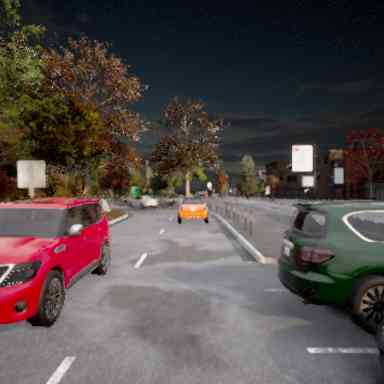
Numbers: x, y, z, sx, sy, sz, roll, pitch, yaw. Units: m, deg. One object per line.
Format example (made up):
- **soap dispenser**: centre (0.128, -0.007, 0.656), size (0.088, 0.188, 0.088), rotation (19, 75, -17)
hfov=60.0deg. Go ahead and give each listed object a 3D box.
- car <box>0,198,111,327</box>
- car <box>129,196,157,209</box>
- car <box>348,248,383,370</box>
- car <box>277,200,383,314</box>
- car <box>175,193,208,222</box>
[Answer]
- **car**: centre (-3.348, 1.179, 7.290), size (2.150, 2.045, 5.566), rotation (0, 0, 0)
- **car**: centre (-5.877, 1.201, 39.879), size (1.812, 1.442, 4.674), rotation (0, 1, -36)
- **car**: centre (4.417, 1.500, 3.364), size (4.674, 1.452, 2.002), rotation (0, 0, 0)
- **car**: centre (4.443, 1.192, 6.188), size (5.566, 2.045, 2.435), rotation (0, 0, 0)
- **car**: centre (0.006, 1.179, 24.472), size (2.097, 1.767, 4.553), rotation (0, 0, -2)
